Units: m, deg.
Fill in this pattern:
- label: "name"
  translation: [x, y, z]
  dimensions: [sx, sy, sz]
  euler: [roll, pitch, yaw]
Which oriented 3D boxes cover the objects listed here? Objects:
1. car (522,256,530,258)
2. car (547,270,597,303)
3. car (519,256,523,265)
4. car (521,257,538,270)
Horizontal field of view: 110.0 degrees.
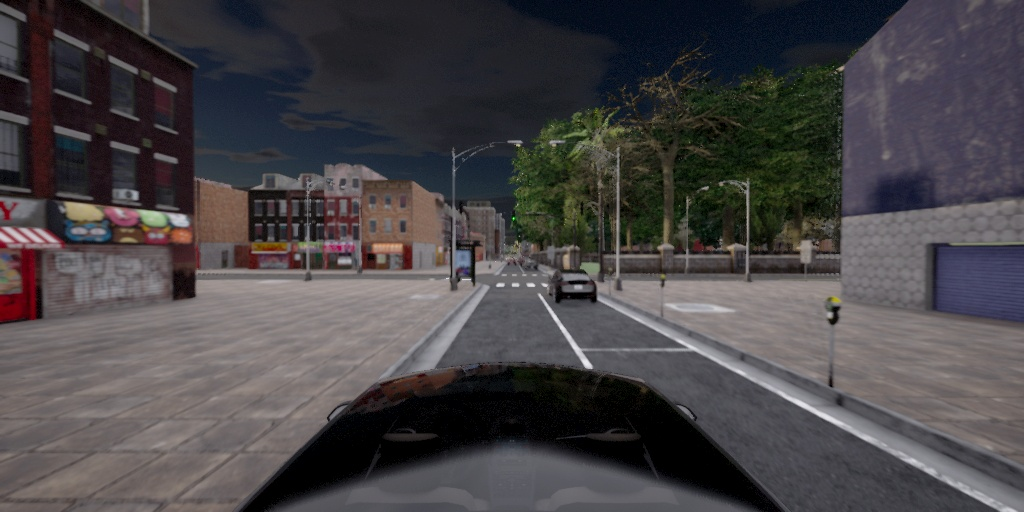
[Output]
- label: "car"
  translation: [2.633, 1.170, 54.374]
  dimensions: [1.751, 1.417, 4.829]
  euler: [0, 0, 0]
- label: "car"
  translation: [2.636, 1.263, 16.243]
  dimensions: [1.948, 1.339, 4.313]
  euler: [0, 0, 0]
- label: "car"
  translation: [2.633, 1.198, 59.655]
  dimensions: [2.007, 1.370, 4.403]
  euler: [0, 0, 0]
- label: "car"
  translation: [2.633, 1.194, 48.755]
  dimensions: [2.007, 1.370, 4.403]
  euler: [0, 0, 0]
